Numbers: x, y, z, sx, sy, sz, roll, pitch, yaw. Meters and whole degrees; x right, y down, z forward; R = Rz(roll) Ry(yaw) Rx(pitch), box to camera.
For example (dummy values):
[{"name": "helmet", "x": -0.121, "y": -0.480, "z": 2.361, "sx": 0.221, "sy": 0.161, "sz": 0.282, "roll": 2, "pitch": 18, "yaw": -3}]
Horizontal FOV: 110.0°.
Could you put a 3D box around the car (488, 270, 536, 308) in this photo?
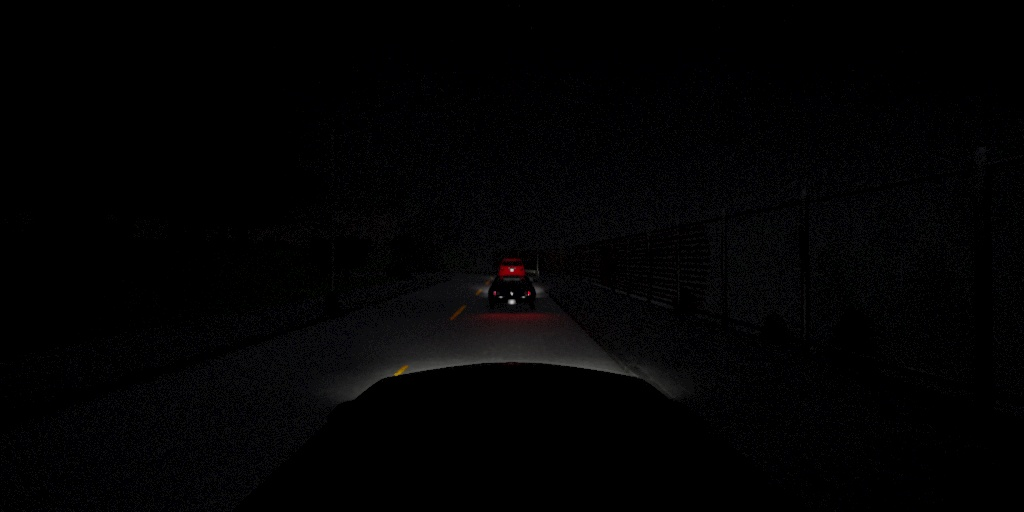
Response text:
[{"name": "car", "x": -0.002, "y": 1.487, "z": 15.959, "sx": 1.895, "sy": 1.301, "sz": 4.718, "roll": 0, "pitch": -1, "yaw": 0}]

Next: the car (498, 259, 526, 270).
[{"name": "car", "x": -0.007, "y": 1.244, "z": 30.862, "sx": 2.150, "sy": 2.045, "sz": 5.566, "roll": 0, "pitch": 0, "yaw": 0}]
